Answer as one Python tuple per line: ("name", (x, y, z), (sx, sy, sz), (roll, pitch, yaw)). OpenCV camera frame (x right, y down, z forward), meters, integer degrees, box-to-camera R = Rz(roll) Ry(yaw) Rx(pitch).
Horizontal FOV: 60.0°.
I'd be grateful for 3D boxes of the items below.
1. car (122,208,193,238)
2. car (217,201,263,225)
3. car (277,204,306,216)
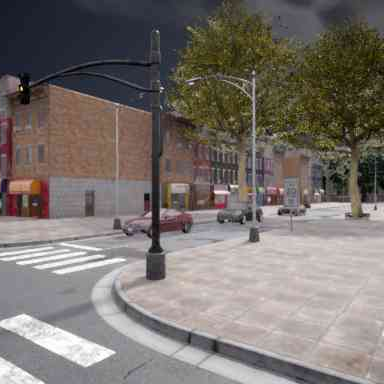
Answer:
("car", (-1.718, 1.616, 18.336), (1.812, 1.442, 4.674), (0, -1, 35))
("car", (3.812, 1.510, 25.972), (2.097, 1.767, 4.553), (0, -1, 36))
("car", (10.637, 1.816, 35.372), (1.994, 1.385, 4.181), (0, -1, 36))
